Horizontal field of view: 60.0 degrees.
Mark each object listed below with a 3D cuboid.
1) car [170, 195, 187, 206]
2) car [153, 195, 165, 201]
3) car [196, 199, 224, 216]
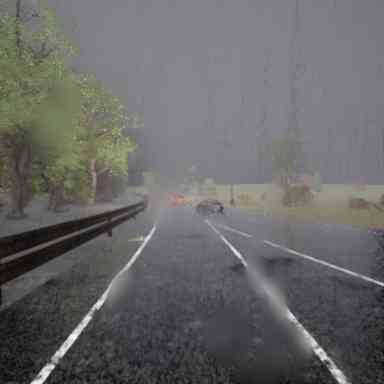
[{"bbox_3d":[-2.212,1.329,52.831,2.097,1.767,4.553,0,0,-11],"label":"car"},{"bbox_3d":[-7.824,1.461,82.428,1.882,1.535,5.008,0,0,-11],"label":"car"},{"bbox_3d":[1.690,1.454,32.289,2.128,1.511,4.902,0,0,-11],"label":"car"}]
